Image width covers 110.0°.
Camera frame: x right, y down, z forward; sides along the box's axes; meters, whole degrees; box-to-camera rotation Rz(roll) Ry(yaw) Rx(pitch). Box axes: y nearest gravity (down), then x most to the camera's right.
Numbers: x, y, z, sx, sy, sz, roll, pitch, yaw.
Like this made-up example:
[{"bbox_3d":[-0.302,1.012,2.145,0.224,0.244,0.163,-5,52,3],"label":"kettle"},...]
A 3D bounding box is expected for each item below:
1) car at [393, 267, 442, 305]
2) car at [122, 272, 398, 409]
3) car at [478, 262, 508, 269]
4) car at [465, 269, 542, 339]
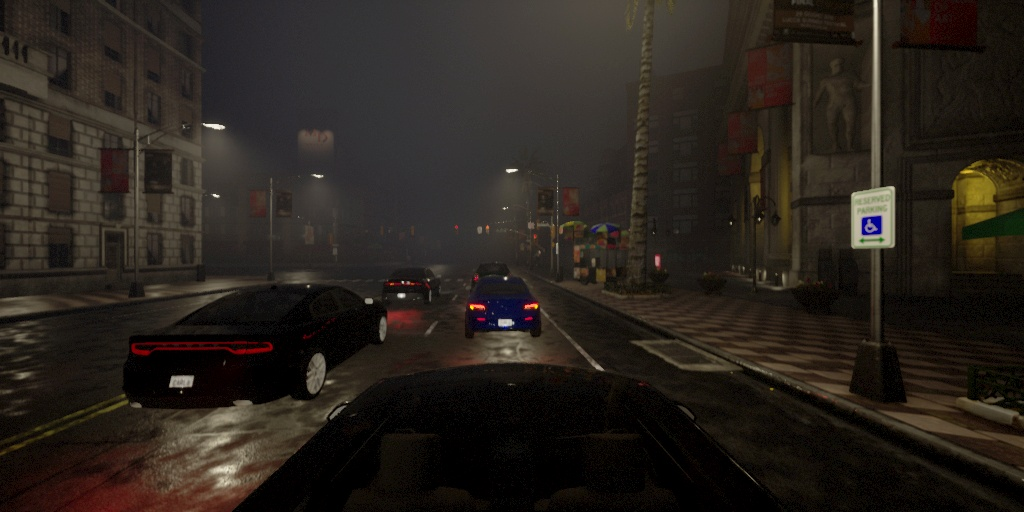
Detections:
[{"bbox_3d":[-4.305,1.235,15.881,1.837,1.490,4.892,0,0,-4],"label":"car"},{"bbox_3d":[-3.738,1.221,6.401,1.882,1.535,5.008,0,0,-3],"label":"car"},{"bbox_3d":[-1.022,1.078,18.899,2.097,1.767,4.553,0,0,-4],"label":"car"},{"bbox_3d":[-0.325,1.264,10.003,1.812,1.442,4.674,0,0,-4],"label":"car"}]
